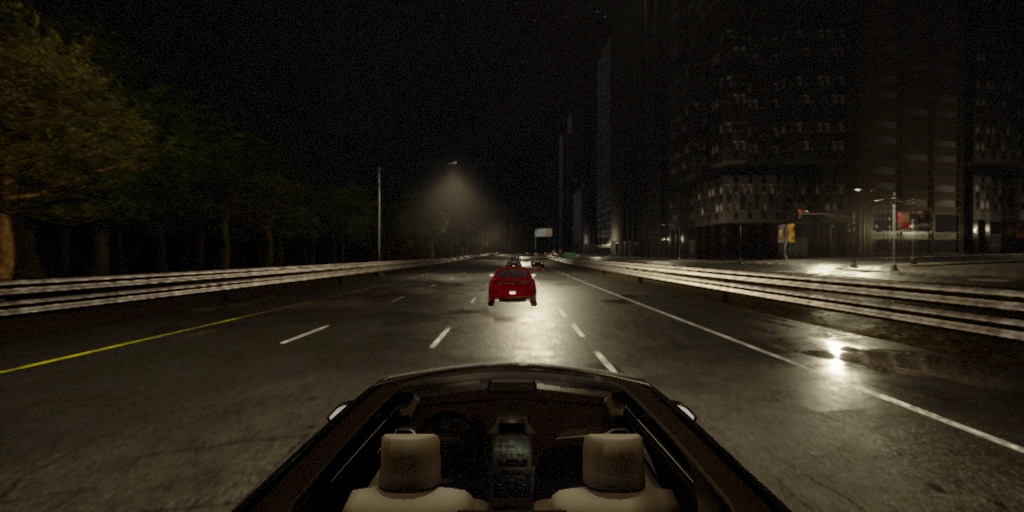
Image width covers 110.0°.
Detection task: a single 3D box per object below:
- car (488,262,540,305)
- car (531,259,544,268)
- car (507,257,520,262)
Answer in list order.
[{"bbox_3d":[0.026,1.202,15.784,1.882,1.535,5.008,0,0,0],"label":"car"},{"bbox_3d":[3.930,1.161,56.072,1.895,1.301,4.718,0,0,1],"label":"car"},{"bbox_3d":[0.220,1.174,45.771,1.994,1.385,4.181,0,0,1],"label":"car"}]
